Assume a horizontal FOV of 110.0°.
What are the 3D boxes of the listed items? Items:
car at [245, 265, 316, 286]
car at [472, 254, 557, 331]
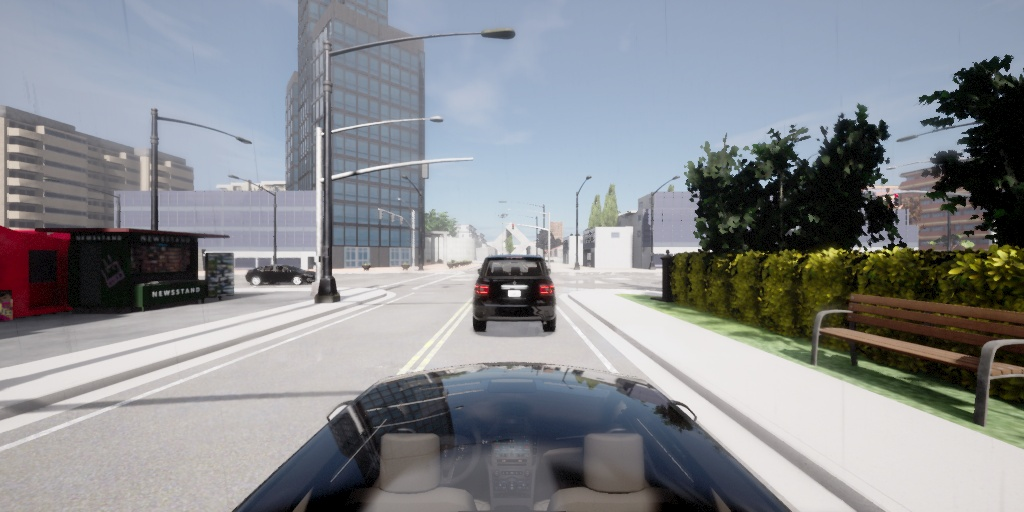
[{"bbox_3d":[-16.638,1.362,26.173,4.892,1.490,1.837,-1,0,0],"label":"car"},{"bbox_3d":[0.075,0.971,11.079,2.150,2.045,5.566,0,0,0],"label":"car"}]
